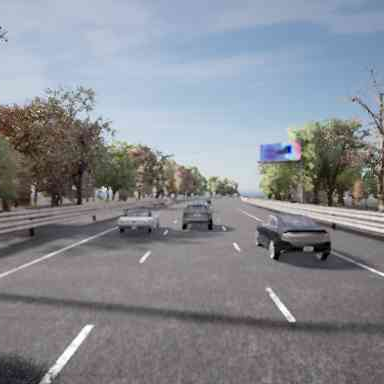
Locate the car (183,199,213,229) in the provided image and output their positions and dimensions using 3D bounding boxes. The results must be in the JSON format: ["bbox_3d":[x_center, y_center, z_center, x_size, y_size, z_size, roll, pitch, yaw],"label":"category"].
[{"bbox_3d":[0.403,1.531,22.842,2.033,1.649,4.856,0,-1,2],"label":"car"}]

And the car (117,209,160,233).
[{"bbox_3d":[-3.113,1.687,20.428,1.895,1.301,4.718,0,0,1],"label":"car"}]

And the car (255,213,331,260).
[{"bbox_3d":[3.606,1.552,12.622,2.128,1.511,4.902,0,0,1],"label":"car"}]
